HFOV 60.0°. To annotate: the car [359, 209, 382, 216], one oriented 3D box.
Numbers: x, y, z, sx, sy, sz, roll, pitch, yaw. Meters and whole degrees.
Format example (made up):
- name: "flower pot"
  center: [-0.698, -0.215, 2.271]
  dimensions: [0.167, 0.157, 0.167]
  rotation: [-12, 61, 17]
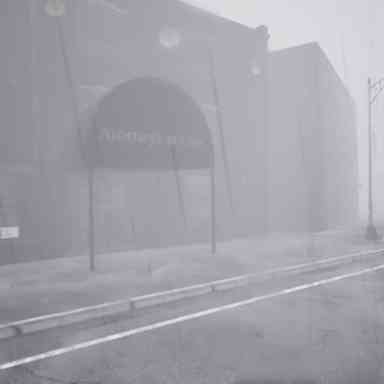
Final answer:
- name: "car"
  center: [34.161, 3.937, 63.845]
  dimensions: [1.895, 1.301, 4.718]
  rotation: [-1, -4, -5]
